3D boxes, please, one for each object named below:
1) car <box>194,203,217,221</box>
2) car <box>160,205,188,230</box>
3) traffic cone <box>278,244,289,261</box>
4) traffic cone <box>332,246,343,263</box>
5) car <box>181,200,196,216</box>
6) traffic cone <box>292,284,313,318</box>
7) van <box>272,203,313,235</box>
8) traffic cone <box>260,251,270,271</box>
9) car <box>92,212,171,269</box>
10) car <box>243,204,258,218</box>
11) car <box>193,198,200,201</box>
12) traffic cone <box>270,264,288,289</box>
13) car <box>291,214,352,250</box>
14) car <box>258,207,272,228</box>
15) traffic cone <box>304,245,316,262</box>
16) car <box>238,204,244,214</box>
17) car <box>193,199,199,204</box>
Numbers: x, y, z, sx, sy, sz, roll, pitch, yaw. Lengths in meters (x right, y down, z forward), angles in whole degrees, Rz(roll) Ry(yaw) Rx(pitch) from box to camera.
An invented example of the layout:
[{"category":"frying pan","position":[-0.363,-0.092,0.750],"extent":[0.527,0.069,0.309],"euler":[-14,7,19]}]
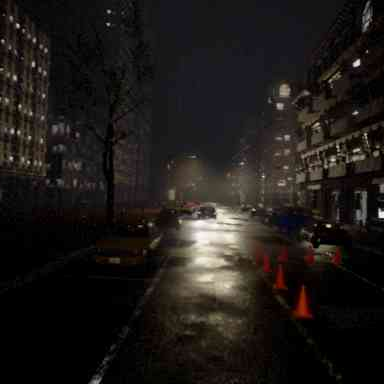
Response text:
[{"category":"car","position":[1.531,2.083,33.328],"extent":[1.895,1.301,4.718],"euler":[2,-1,3]},{"category":"car","position":[-1.529,1.801,22.701],"extent":[1.802,1.307,4.206],"euler":[2,-1,2]},{"category":"traffic cone","position":[3.447,2.256,12.547],"extent":[0.340,0.580,0.340],"euler":[2,-1,2]},{"category":"traffic cone","position":[5.443,2.339,12.462],"extent":[0.340,0.580,0.340],"euler":[2,-1,2]},{"category":"car","position":[-0.839,1.982,39.113],"extent":[1.752,1.417,4.829],"euler":[2,-1,2]},{"category":"traffic cone","position":[2.197,2.130,6.595],"extent":[0.340,0.580,0.340],"euler":[2,-1,2]},{"category":"van","position":[6.846,1.908,22.348],"extent":[1.690,1.788,3.998],"euler":[2,-1,2]},{"category":"traffic cone","position":[2.364,2.186,10.591],"extent":[0.340,0.580,0.340],"euler":[2,-1,2]},{"category":"car","position":[-1.996,1.583,11.477],"extent":[1.752,1.417,4.829],"euler":[2,-1,2]},{"category":"car","position":[7.532,2.357,38.927],"extent":[2.008,1.369,4.403],"euler":[2,-1,2]},{"category":"car","position":[0.991,2.433,82.696],"extent":[2.192,1.841,5.009],"euler":[2,-1,2]},{"category":"traffic cone","position":[2.281,2.158,8.593],"extent":[0.340,0.580,0.340],"euler":[2,-1,2]},{"category":"car","position":[6.605,2.069,16.818],"extent":[1.802,1.307,4.206],"euler":[2,-1,2]},{"category":"car","position":[7.074,2.086,27.874],"extent":[1.967,1.590,4.097],"euler":[2,-1,2]},{"category":"traffic cone","position":[4.445,2.297,12.504],"extent":[0.340,0.580,0.340],"euler":[2,-1,2]},{"category":"car","position":[7.994,2.520,49.982],"extent":[2.008,1.369,4.403],"euler":[2,-1,2]},{"category":"car","position":[-0.371,2.167,50.337],"extent":[1.887,1.381,4.507],"euler":[2,-1,2]}]
